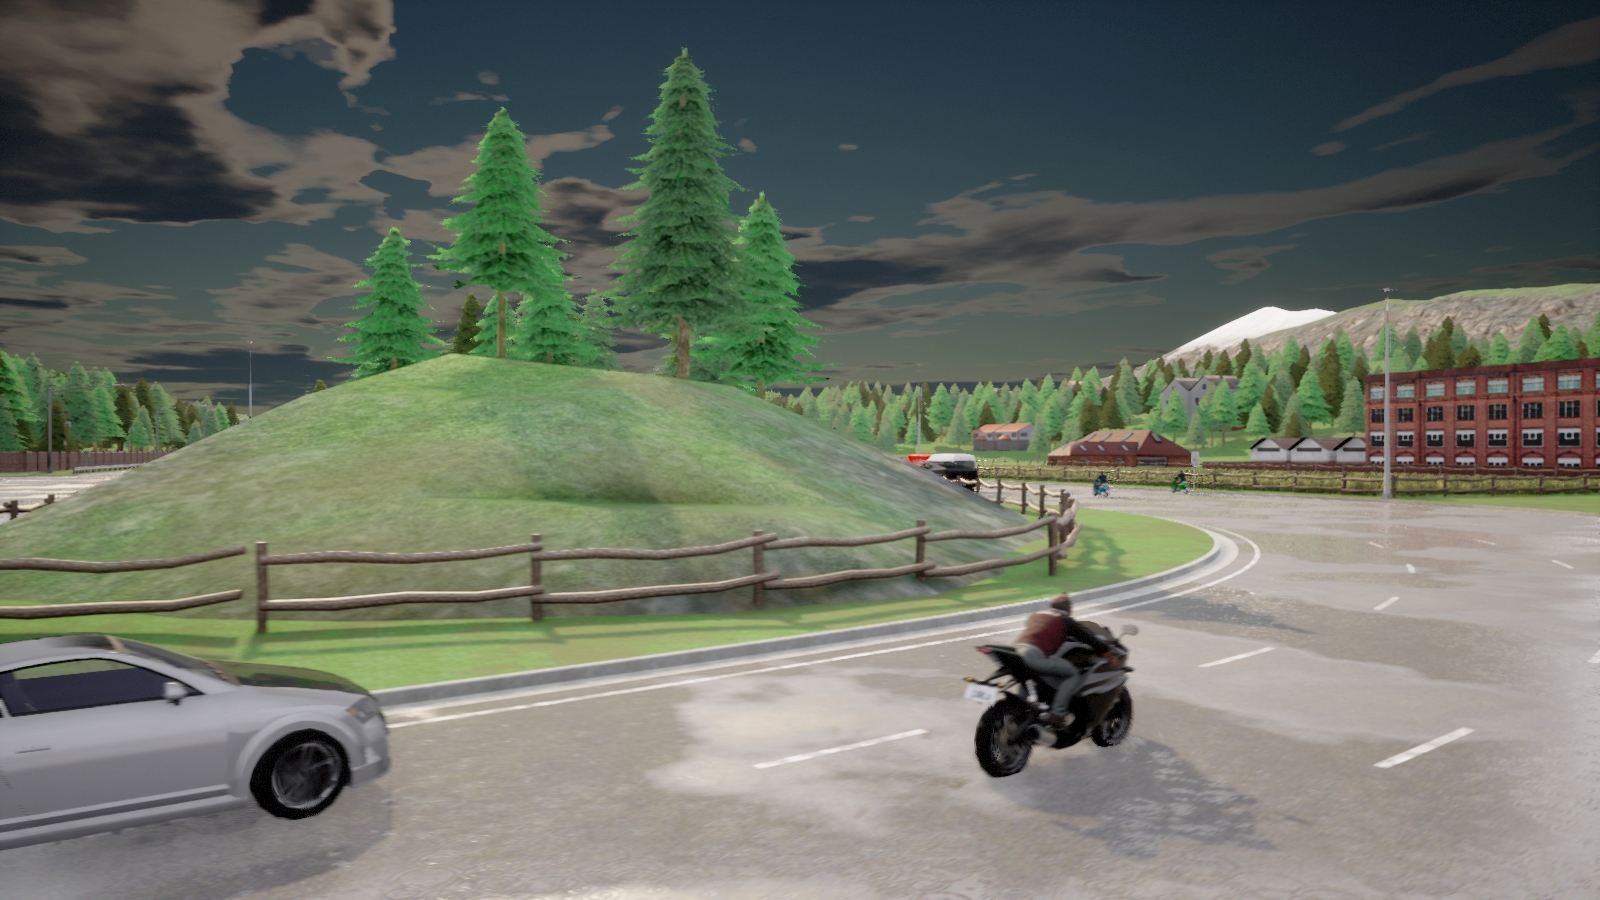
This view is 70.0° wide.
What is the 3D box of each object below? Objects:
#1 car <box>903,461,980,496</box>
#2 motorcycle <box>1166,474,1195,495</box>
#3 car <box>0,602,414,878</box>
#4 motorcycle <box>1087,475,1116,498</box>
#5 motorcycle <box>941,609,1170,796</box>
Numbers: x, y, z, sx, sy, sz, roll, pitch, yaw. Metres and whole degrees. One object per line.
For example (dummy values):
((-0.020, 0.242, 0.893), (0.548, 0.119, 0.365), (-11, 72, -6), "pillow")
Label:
((9.072, 1.786, 73.798), (2.390, 2.098, 6.274), (0, 0, -19), "car")
((24.272, 2.181, 72.871), (0.856, 1.316, 1.805), (0, 0, -19), "motorcycle")
((-5.360, 2.120, 8.689), (4.181, 1.385, 1.994), (0, 0, -37), "car")
((17.989, 2.176, 68.212), (0.856, 1.316, 1.805), (-1, 0, -17), "motorcycle")
((2.362, 2.211, 10.391), (2.209, 1.251, 0.867), (0, -1, -41), "motorcycle")
